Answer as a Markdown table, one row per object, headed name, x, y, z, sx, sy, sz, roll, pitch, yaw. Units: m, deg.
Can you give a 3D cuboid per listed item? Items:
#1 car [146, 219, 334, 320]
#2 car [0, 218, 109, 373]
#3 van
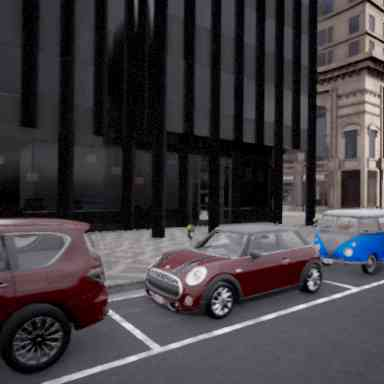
| name | x | y | z | sx | sy | sz | roll | pitch | yaw |
| --- | --- | --- | --- | --- | --- | --- | --- | --- | --- |
| car | 1.015 | 1.489 | 7.374 | 4.097 | 1.590 | 1.967 | 1 | 0 | -36 |
| car | -3.542 | 1.309 | 4.117 | 5.009 | 1.841 | 2.192 | 1 | 0 | -36 |
| van | 5.573 | 1.445 | 10.630 | 3.998 | 1.788 | 1.690 | 1 | 0 | -36 |
